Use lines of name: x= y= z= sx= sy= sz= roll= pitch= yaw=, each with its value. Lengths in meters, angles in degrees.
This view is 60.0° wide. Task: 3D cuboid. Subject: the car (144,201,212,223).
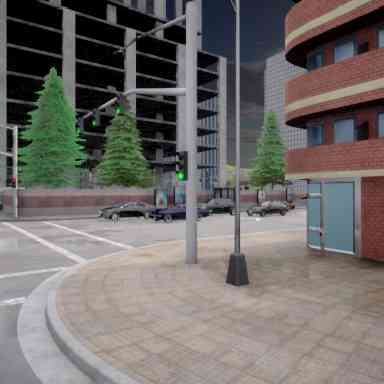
car: x=-1.025 y=1.656 z=26.315 sx=4.718 sy=1.301 sz=1.895 roll=0 pitch=0 yaw=-35

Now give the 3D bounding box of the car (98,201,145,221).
car: x=-5.288 y=1.547 z=27.587 sx=4.902 sy=1.511 sz=2.128 roll=0 pitch=0 yaw=-35

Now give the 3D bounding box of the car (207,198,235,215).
car: x=2.198 y=1.407 z=32.882 sx=4.553 sy=1.767 sz=2.097 roll=0 pitch=0 yaw=-35

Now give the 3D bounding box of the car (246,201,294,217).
car: x=7.355 y=1.581 z=32.239 sx=4.674 sy=1.442 sz=1.812 roll=0 pitch=0 yaw=-35
